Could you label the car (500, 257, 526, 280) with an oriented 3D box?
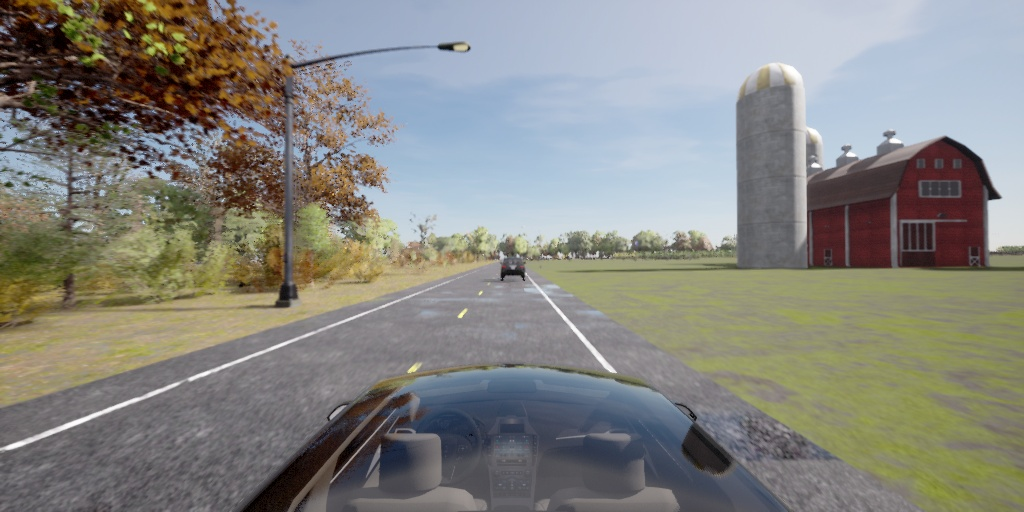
[{"bbox_3d":[0.078,1.122,32.961,2.150,2.045,5.566,0,0,0],"label":"car"}]
